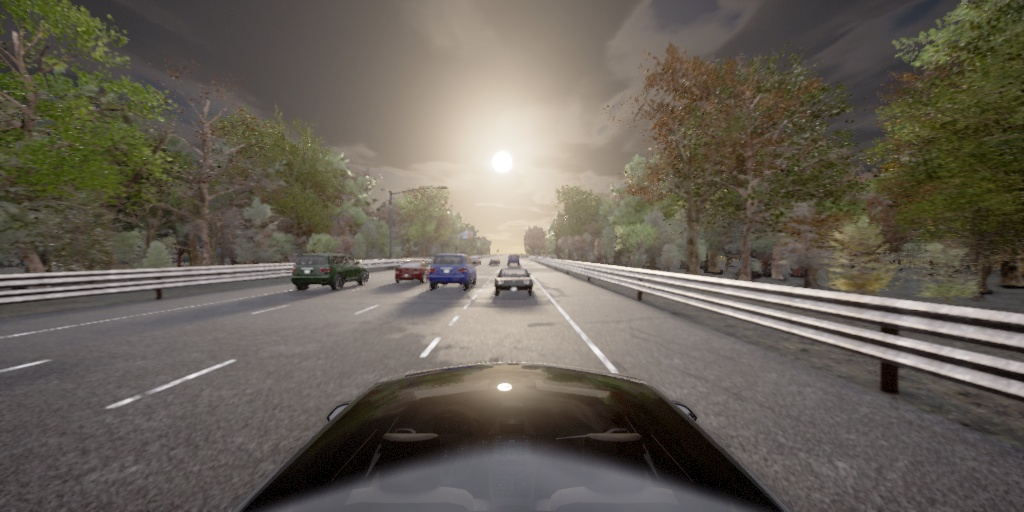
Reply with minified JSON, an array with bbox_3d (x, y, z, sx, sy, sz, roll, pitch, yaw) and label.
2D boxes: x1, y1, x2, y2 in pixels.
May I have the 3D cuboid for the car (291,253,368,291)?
[{"bbox_3d":[-10.402,0.869,20.908,2.150,2.045,5.566,0,1,0],"label":"car"}]

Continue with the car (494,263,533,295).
[{"bbox_3d":[0.090,1.257,18.989,1.895,1.301,4.718,0,0,0],"label":"car"}]

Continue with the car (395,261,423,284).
[{"bbox_3d":[-6.891,1.097,25.864,1.882,1.535,5.008,0,1,0],"label":"car"}]

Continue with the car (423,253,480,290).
[{"bbox_3d":[-3.402,0.867,21.392,2.150,2.045,5.566,0,1,0],"label":"car"}]
